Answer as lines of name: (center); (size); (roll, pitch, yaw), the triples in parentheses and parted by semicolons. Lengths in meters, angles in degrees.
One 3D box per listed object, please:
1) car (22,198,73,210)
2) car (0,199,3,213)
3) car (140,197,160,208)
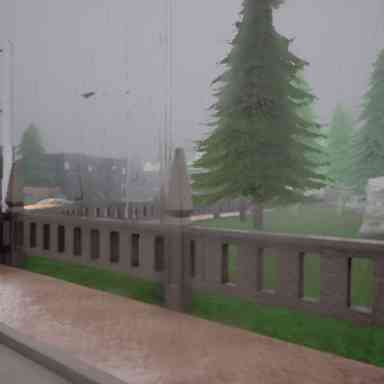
car: (-11.766, 1.308, 27.689); (1.882, 1.535, 5.008); (0, 0, 36)
car: (-16.336, 1.285, 27.311); (1.882, 1.535, 5.008); (0, 0, 36)
car: (-5.017, 1.372, 43.047); (1.994, 1.385, 4.181); (0, 0, 35)
